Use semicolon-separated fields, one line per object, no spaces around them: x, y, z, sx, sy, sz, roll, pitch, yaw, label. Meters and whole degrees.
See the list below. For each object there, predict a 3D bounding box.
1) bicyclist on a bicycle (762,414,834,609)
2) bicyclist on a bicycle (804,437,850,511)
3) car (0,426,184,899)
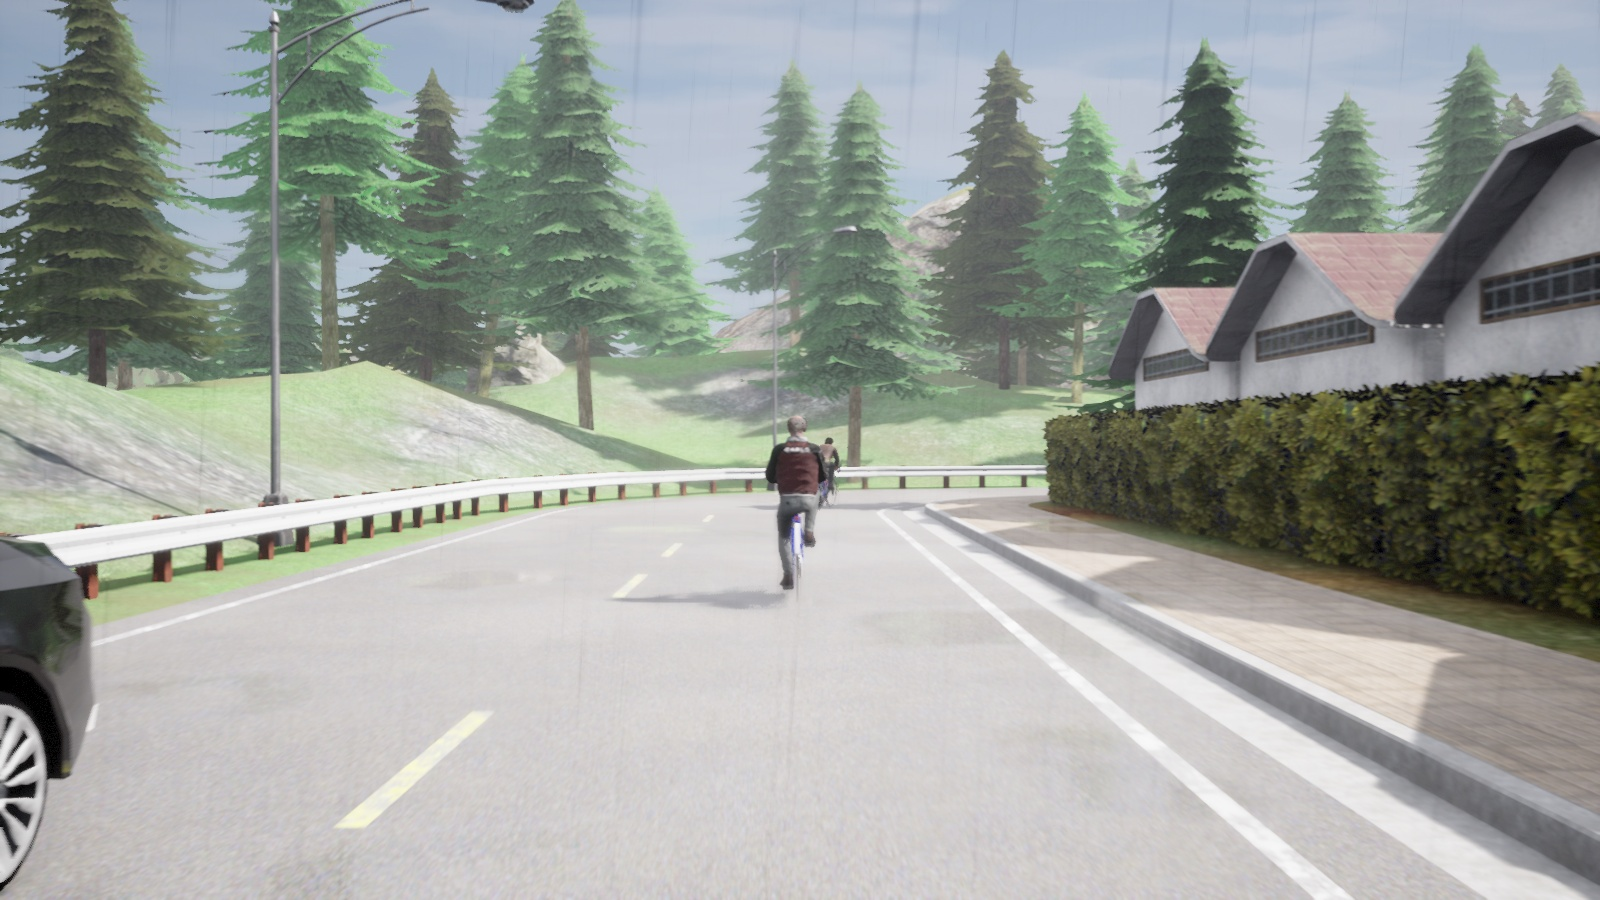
-0.022;0.551;12.322;0.659;1.776;1.843;0;1;0;bicyclist on a bicycle
0.629;0.538;28.612;0.582;1.620;1.656;1;0;17;bicyclist on a bicycle
-3.498;0.687;2.516;2.128;1.511;4.902;0;0;0;car
